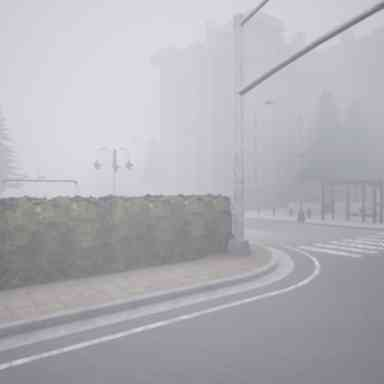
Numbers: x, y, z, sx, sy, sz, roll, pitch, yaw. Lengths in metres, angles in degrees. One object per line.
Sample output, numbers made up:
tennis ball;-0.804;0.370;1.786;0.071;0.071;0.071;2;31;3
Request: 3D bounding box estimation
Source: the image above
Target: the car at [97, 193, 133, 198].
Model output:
car;-6.447;1.154;30.486;2.150;2.045;5.566;0;0;-35
